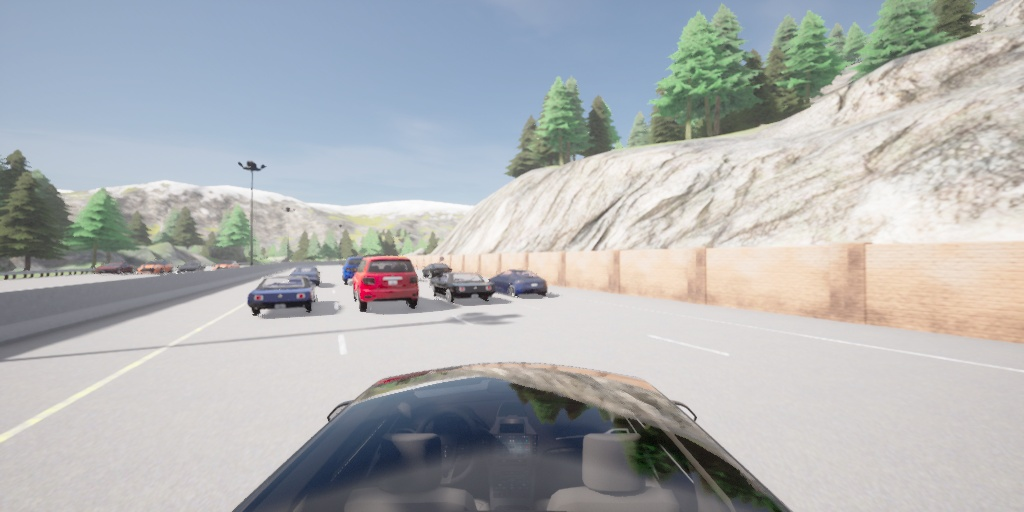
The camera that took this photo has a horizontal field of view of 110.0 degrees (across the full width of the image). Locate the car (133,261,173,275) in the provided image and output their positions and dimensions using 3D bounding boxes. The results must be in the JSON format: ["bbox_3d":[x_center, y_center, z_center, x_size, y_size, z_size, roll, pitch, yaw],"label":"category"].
[{"bbox_3d":[-43.992,1.370,44.307,2.097,1.767,4.553,0,0,-27],"label":"car"}]

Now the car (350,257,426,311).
[{"bbox_3d":[-5.463,1.050,15.236,2.150,2.045,5.566,0,0,-27],"label":"car"}]

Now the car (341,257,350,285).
[{"bbox_3d":[-12.283,1.128,28.586,2.150,2.045,5.566,0,0,-26],"label":"car"}]

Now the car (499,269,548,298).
[{"bbox_3d":[0.212,1.409,19.549,1.994,1.385,4.181,0,0,-27],"label":"car"}]

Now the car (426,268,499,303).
[{"bbox_3d":[-2.568,1.436,17.276,1.895,1.301,4.718,0,0,-26],"label":"car"}]

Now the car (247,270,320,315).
[{"bbox_3d":[-8.806,1.425,14.100,1.895,1.301,4.718,0,0,-26],"label":"car"}]

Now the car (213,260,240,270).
[{"bbox_3d":[-37.790,1.382,47.540,2.097,1.767,4.553,0,0,-27],"label":"car"}]

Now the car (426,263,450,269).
[{"bbox_3d":[-7.085,1.405,33.849,1.882,1.535,5.008,0,0,-27],"label":"car"}]

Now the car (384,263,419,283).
[{"bbox_3d":[-9.666,1.408,31.187,2.128,1.511,4.902,0,0,-26],"label":"car"}]

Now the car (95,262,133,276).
[{"bbox_3d":[-47.036,1.490,42.583,1.882,1.535,5.008,0,0,-27],"label":"car"}]

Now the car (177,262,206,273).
[{"bbox_3d":[-40.842,1.528,45.823,1.837,1.490,4.892,0,0,-27],"label":"car"}]

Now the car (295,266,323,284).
[{"bbox_3d":[-14.949,1.442,26.092,2.033,1.411,5.357,0,0,-27],"label":"car"}]
